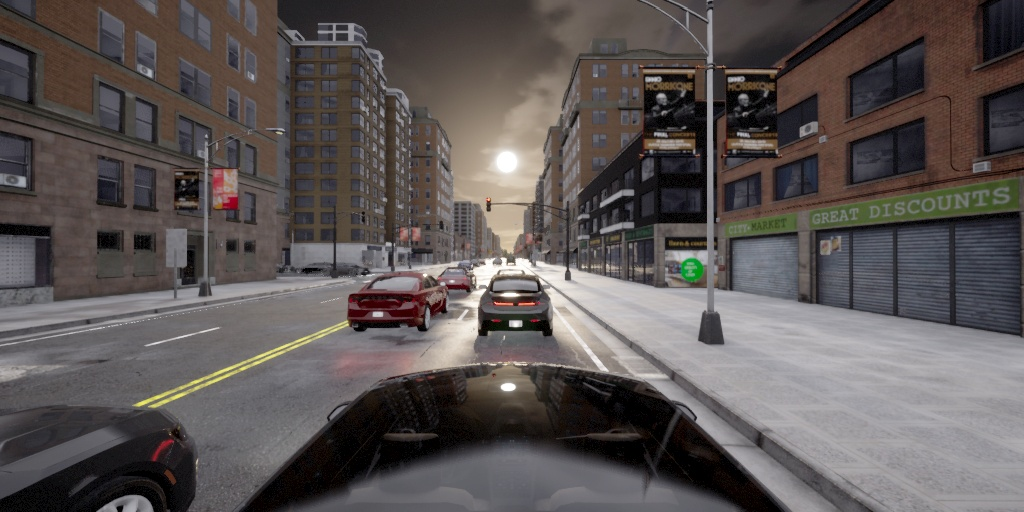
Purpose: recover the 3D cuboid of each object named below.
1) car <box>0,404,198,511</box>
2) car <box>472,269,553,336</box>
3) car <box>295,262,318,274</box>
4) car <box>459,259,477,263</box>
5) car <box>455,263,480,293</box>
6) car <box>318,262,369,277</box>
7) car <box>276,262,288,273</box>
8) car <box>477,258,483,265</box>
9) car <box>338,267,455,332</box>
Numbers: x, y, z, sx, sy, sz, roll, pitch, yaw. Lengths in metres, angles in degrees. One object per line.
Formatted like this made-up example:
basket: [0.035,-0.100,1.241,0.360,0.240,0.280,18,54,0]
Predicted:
car: [-3.147,1.255,0.521,1.837,1.490,4.892,0,0,0]
car: [0.077,1.256,10.369,1.837,1.490,4.892,0,0,0]
car: [-22.255,1.346,40.745,4.313,1.339,1.948,0,0,0]
car: [-6.727,1.295,52.355,1.812,1.442,4.674,0,0,2]
car: [-3.199,1.317,21.017,1.994,1.385,4.181,0,0,-1]
car: [-15.938,1.313,34.681,4.181,1.385,1.994,0,0,9]
car: [-27.917,1.331,40.755,4.403,1.370,2.007,0,0,0]
car: [-6.737,1.280,63.029,1.837,1.490,4.892,0,0,0]
car: [-3.176,1.228,10.946,1.882,1.535,5.008,0,0,0]
